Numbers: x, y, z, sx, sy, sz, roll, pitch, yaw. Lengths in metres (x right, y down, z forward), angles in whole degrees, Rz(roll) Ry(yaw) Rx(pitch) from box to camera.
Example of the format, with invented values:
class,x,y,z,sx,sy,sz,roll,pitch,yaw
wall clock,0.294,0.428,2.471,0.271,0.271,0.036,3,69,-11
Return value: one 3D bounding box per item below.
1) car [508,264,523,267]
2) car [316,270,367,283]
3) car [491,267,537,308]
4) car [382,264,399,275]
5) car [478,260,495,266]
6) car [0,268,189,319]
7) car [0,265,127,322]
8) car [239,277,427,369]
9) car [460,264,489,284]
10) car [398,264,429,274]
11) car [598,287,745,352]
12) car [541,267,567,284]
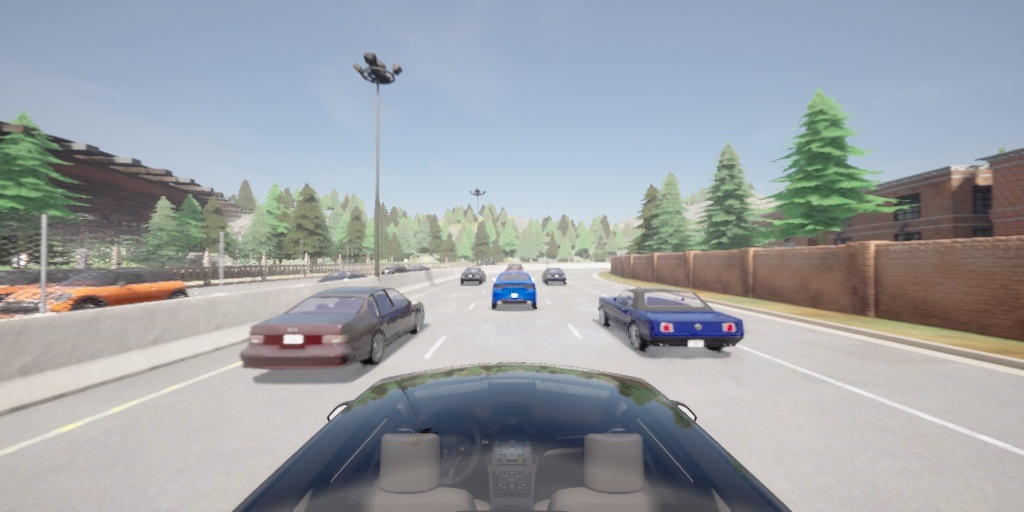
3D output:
class,x,y,z,sx,sy,sz,roll,pitch,yaw
car,0.382,1.551,35.459,2.097,1.767,4.553,0,-1,3
car,-10.566,1.596,22.641,1.994,1.385,4.181,0,-1,0
car,0.095,1.424,16.464,1.882,1.535,5.008,0,-1,0
car,-15.835,1.870,48.728,2.128,1.511,4.902,0,-1,9
car,-4.749,1.799,63.748,2.150,2.045,5.566,0,-1,19
car,-14.095,1.249,12.523,2.097,1.767,4.553,0,-1,0
car,-17.596,1.257,13.106,2.097,1.767,4.553,0,-1,0
car,-3.419,1.384,8.118,2.033,1.411,5.357,0,-1,0
car,-3.333,1.695,31.461,2.033,1.411,5.357,0,-1,1
car,-12.631,1.912,47.637,2.033,1.411,5.357,0,-1,9
car,3.591,1.450,9.211,1.895,1.301,4.718,0,-1,0
car,3.671,1.694,31.545,2.033,1.411,5.357,0,-1,1
